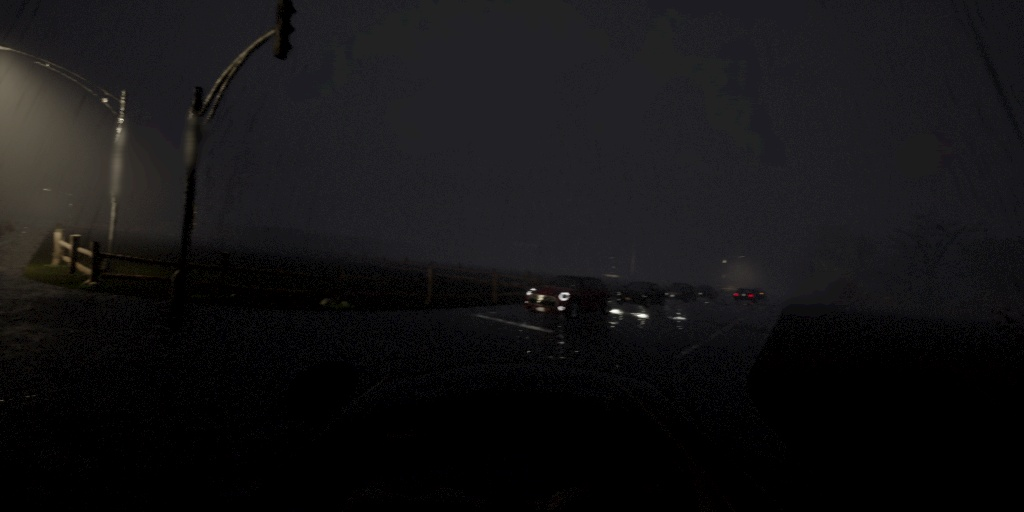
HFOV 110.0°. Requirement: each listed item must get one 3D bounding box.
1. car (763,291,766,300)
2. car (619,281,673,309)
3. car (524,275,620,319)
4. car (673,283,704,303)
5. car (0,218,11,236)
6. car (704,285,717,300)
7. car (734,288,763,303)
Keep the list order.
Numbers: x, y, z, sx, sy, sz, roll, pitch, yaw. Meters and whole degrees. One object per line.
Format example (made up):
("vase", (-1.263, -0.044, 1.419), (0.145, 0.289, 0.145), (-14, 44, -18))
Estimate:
("car", (31.228, 4.796, 45.898), (1.812, 1.442, 4.674), (4, -2, 39))
("car", (8.292, 2.366, 22.730), (1.882, 1.535, 5.008), (4, -2, 39))
("car", (2.561, 1.613, 15.538), (2.097, 1.767, 4.553), (4, -2, 39))
("car", (14.165, 3.023, 30.139), (2.128, 1.511, 4.902), (4, -2, 39))
("car", (-44.724, -2.557, 30.501), (4.892, 1.490, 1.837), (3, -1, 39))
("car", (20.332, 3.771, 37.886), (1.994, 1.385, 4.181), (4, -2, 39))
("car", (24.447, 4.074, 37.346), (2.033, 1.411, 5.357), (4, -2, 39))
